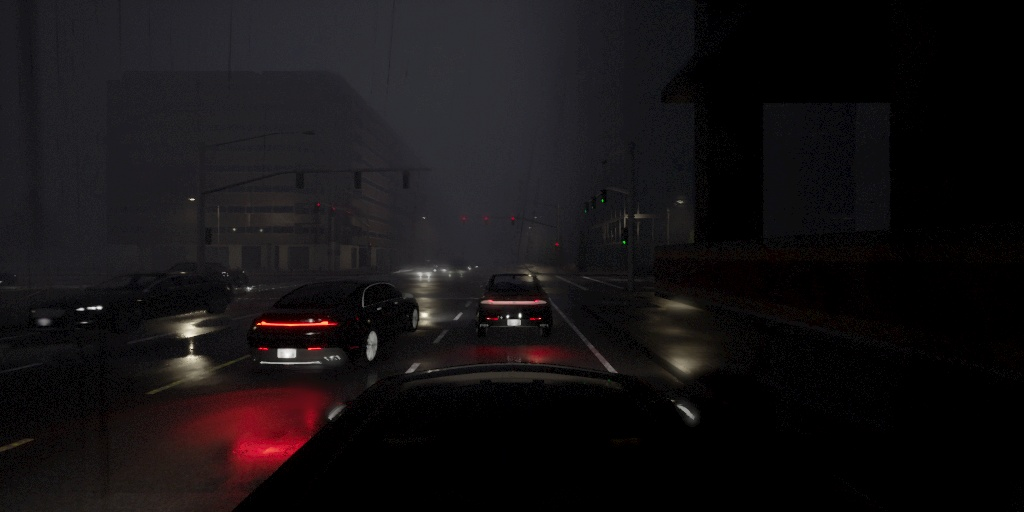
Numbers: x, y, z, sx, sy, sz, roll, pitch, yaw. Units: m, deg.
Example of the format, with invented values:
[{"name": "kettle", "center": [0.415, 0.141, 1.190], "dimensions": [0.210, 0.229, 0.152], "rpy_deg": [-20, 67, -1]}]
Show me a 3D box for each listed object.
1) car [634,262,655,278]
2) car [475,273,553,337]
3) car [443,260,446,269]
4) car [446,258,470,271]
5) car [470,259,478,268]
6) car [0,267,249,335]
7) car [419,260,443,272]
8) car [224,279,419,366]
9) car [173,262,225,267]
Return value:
[{"name": "car", "center": [13.932, 1.297, 34.272], "dimensions": [4.902, 1.511, 2.128], "rpy_deg": [0, 0, 0]}, {"name": "car", "center": [0.055, 1.242, 10.274], "dimensions": [2.128, 1.511, 4.902], "rpy_deg": [0, 0, 0]}, {"name": "car", "center": [-10.979, 1.351, 56.882], "dimensions": [1.895, 1.301, 4.718], "rpy_deg": [0, 0, 1]}, {"name": "car", "center": [-7.512, 1.228, 50.310], "dimensions": [1.882, 1.535, 5.008], "rpy_deg": [0, 0, 0]}, {"name": "car", "center": [-7.437, 1.314, 60.327], "dimensions": [1.994, 1.385, 4.181], "rpy_deg": [0, 0, 1]}, {"name": "car", "center": [-10.700, 1.241, 10.630], "dimensions": [2.128, 1.511, 4.902], "rpy_deg": [0, 0, -1]}, {"name": "car", "center": [-11.005, 1.242, 47.538], "dimensions": [2.128, 1.511, 4.902], "rpy_deg": [0, 0, 0]}, {"name": "car", "center": [-3.454, 1.255, 7.953], "dimensions": [1.837, 1.490, 4.892], "rpy_deg": [0, 0, 0]}, {"name": "car", "center": [-19.965, 1.158, 23.521], "dimensions": [4.553, 1.767, 2.097], "rpy_deg": [0, 0, 2]}]
